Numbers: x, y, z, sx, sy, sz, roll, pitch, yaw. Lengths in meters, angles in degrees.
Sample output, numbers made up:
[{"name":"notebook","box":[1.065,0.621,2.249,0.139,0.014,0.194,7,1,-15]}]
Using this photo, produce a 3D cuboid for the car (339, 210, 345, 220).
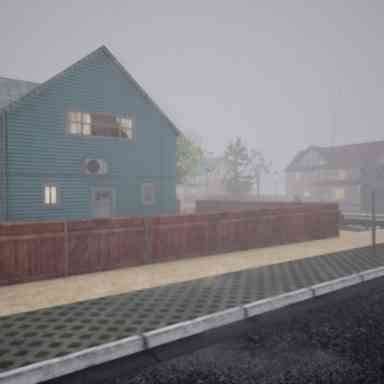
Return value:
[{"name":"car","box":[8.249,1.460,23.679,1.895,1.301,4.718,-1,1,-36]}]

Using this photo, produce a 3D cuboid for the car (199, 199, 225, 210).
[{"name":"car","box":[2.465,1.377,31.741,1.994,1.385,4.181,-1,1,-36]}]

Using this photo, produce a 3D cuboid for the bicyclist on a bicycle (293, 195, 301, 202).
[{"name":"bicyclist on a bicycle","box":[9.915,1.088,31.404,1.656,1.620,0.582,-1,1,-36]}]
